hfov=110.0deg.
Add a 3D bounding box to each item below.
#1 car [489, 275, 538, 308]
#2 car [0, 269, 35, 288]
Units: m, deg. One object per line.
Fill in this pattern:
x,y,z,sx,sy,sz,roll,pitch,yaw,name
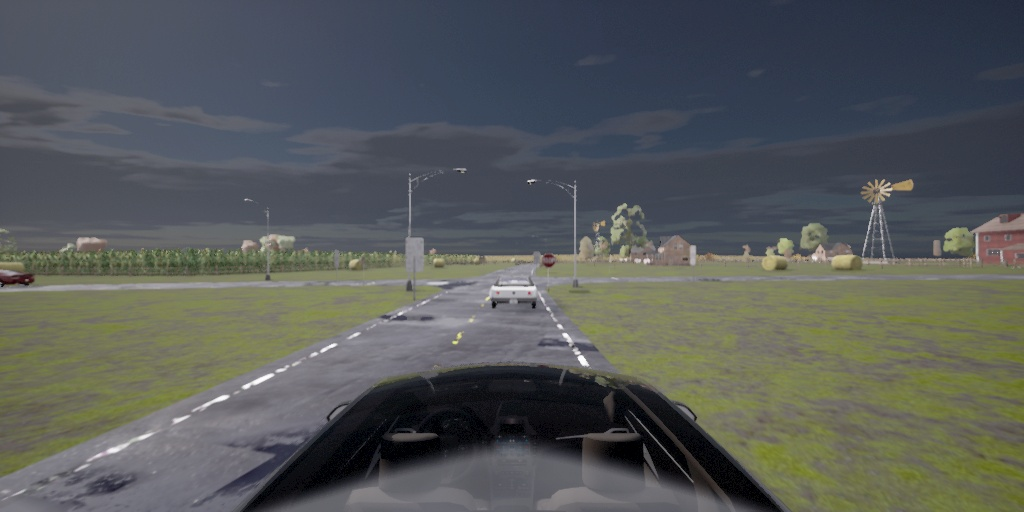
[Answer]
0.104,1.481,15.929,1.895,1.301,4.718,0,0,1,car
-43.092,1.869,29.621,5.008,1.535,1.882,0,0,-10,car
